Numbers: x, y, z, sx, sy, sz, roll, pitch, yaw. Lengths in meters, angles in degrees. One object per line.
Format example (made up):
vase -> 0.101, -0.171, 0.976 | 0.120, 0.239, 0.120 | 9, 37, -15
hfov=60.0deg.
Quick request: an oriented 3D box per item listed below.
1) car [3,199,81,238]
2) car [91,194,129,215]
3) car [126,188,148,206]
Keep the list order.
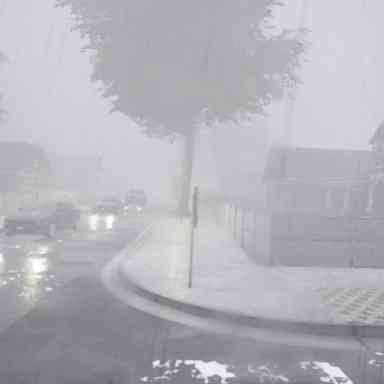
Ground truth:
car -> -6.715, 1.114, 15.488 | 1.882, 1.535, 5.008 | 2, 1, 0
car -> -6.779, 1.089, 27.236 | 1.994, 1.385, 4.181 | 2, 1, 0
car -> -6.821, 0.607, 41.198 | 2.150, 2.045, 5.566 | 2, 2, 0
